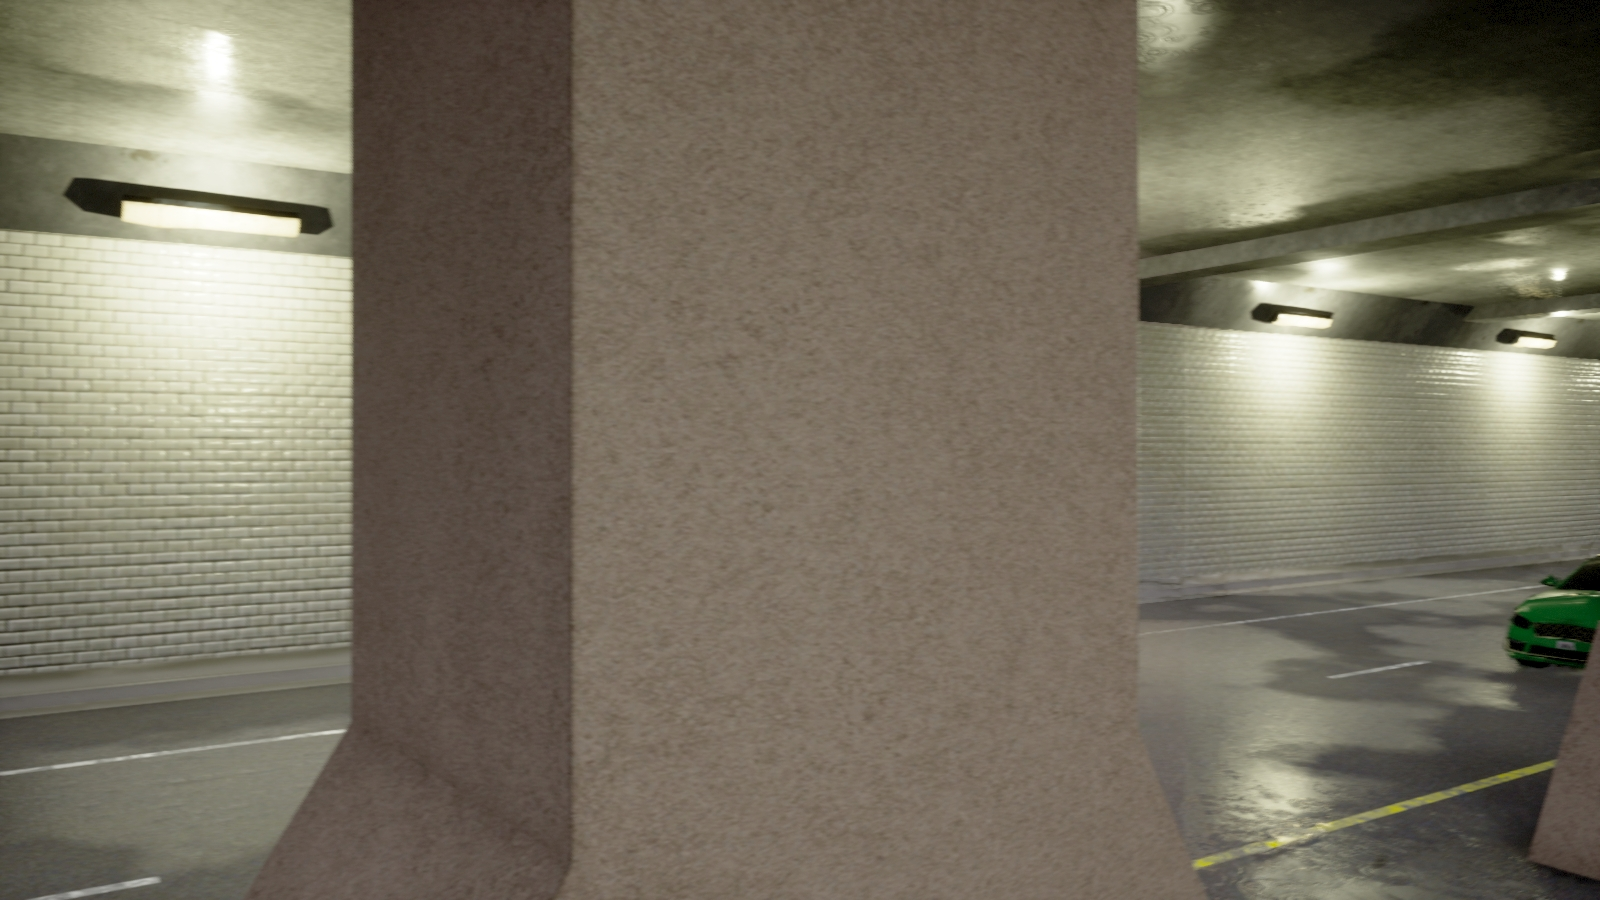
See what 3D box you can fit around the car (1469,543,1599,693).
[{"bbox_3d":[11.126,2.058,14.767,4.892,1.480,2.231,0,0,-31],"label":"car"}]
